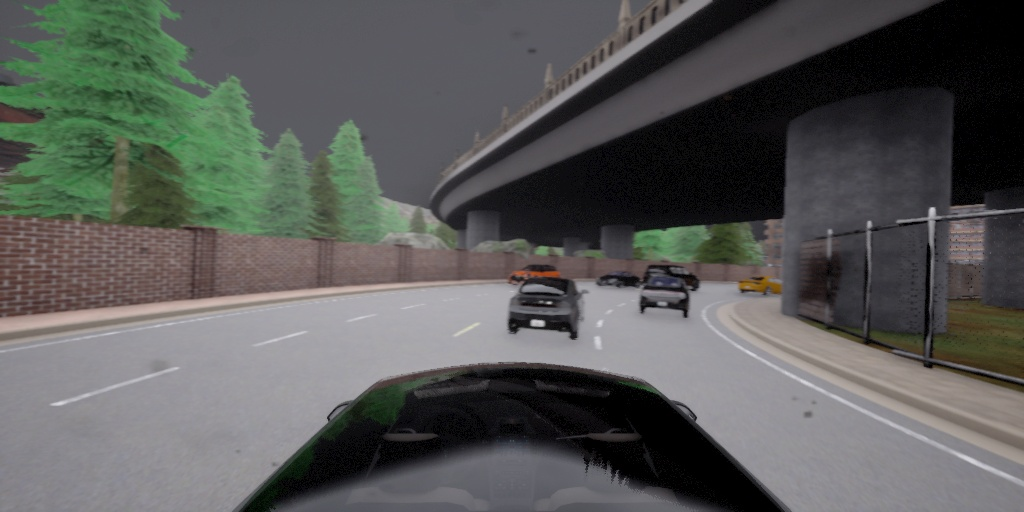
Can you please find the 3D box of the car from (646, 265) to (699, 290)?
[{"bbox_3d":[12.495,1.740,28.059,5.566,2.045,2.150,3,-1,-39],"label":"car"}]

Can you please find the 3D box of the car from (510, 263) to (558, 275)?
[{"bbox_3d":[1.758,1.406,27.174,2.097,1.767,4.553,2,-1,40],"label":"car"}]

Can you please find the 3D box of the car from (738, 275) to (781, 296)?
[{"bbox_3d":[20.293,2.335,28.726,5.008,1.535,1.882,3,-1,-28],"label":"car"}]

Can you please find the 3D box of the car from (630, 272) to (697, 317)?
[{"bbox_3d":[6.731,1.654,15.668,2.128,1.511,4.902,2,-1,26],"label":"car"}]

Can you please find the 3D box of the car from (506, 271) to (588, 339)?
[{"bbox_3d":[1.169,1.386,10.805,1.837,1.490,4.892,1,-1,13],"label":"car"}]

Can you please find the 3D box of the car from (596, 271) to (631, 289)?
[{"bbox_3d":[8.786,1.939,29.562,4.181,1.385,1.994,3,-1,-40],"label":"car"}]
